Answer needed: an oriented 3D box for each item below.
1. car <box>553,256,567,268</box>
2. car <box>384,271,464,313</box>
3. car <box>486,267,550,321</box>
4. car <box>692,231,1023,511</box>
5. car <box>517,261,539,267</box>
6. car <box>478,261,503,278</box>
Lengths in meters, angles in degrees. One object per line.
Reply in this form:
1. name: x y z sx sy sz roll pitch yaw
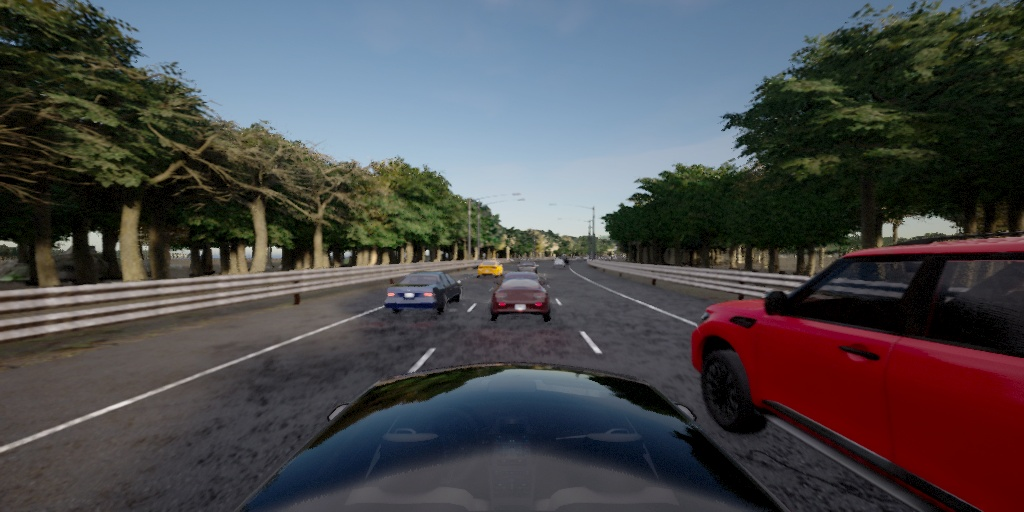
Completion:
1. car: 7.997 1.183 60.880 1.812 1.442 4.674 0 0 8
2. car: -3.171 1.290 13.883 2.033 1.411 5.357 0 0 2
3. car: 0.299 1.273 12.397 1.812 1.442 4.674 0 0 2
4. car: 3.465 0.876 2.401 2.150 2.045 5.566 0 0 0
5. car: 1.512 1.229 34.101 2.128 1.511 4.902 0 0 5
6. car: -2.002 1.211 34.085 1.882 1.535 5.008 0 0 5
